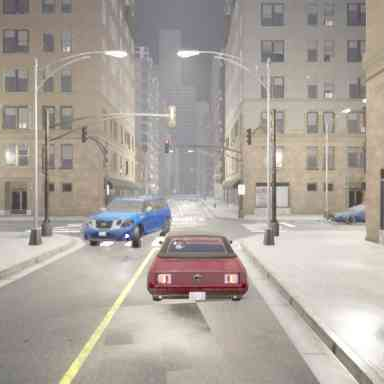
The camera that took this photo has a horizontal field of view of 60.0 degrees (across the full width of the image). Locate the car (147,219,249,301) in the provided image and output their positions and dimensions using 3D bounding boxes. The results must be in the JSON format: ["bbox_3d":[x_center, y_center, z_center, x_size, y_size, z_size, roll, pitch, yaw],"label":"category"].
[{"bbox_3d":[0.093,1.601,8.261,1.895,1.301,4.718,0,0,0],"label":"car"}]

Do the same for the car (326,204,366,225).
[{"bbox_3d":[12.197,1.512,22.851,5.357,1.411,2.033,0,0,3],"label":"car"}]

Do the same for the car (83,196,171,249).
[{"bbox_3d":[-2.670,1.221,15.179,2.150,2.045,5.566,-1,0,15],"label":"car"}]

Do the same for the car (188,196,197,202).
[{"bbox_3d":[0.098,1.567,75.174,1.895,1.301,4.718,0,0,0],"label":"car"}]
